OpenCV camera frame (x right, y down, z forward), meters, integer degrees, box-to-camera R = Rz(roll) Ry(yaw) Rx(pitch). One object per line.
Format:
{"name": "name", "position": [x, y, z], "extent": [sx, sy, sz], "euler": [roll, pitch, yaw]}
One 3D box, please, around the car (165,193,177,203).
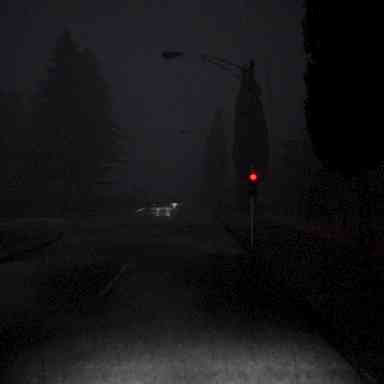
{"name": "car", "position": [-3.962, 1.444, 63.968], "extent": [1.895, 1.301, 4.718], "euler": [0, 0, 0]}

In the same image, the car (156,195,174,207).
{"name": "car", "position": [-4.074, 1.486, 47.906], "extent": [1.895, 1.301, 4.718], "euler": [0, 0, 0]}
